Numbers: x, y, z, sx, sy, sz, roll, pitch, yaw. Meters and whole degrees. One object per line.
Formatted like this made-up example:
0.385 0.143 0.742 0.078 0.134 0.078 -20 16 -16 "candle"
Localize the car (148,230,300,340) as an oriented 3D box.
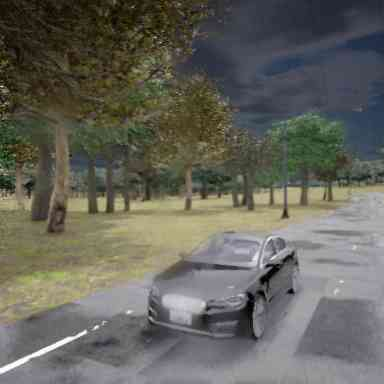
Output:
0.995 1.621 7.049 2.128 1.511 4.902 0 -1 28 "car"
